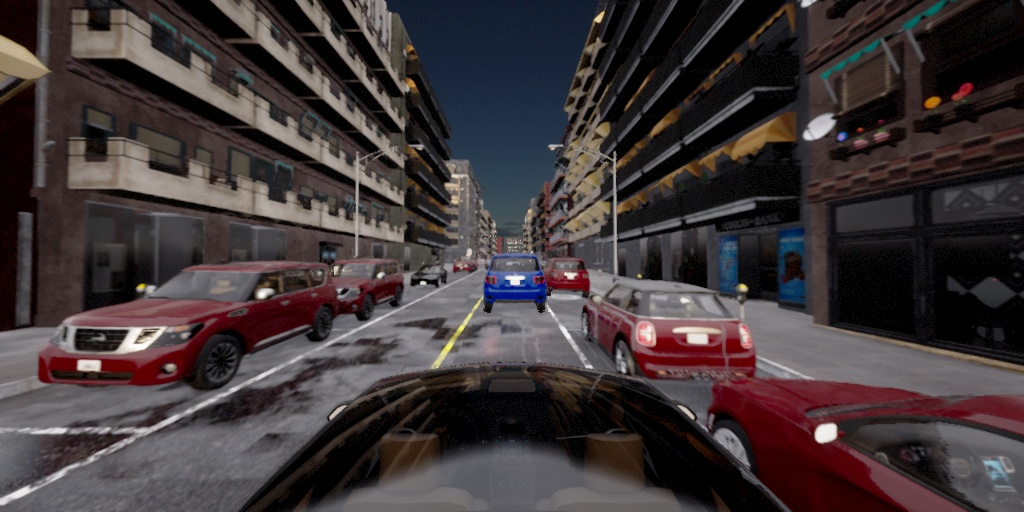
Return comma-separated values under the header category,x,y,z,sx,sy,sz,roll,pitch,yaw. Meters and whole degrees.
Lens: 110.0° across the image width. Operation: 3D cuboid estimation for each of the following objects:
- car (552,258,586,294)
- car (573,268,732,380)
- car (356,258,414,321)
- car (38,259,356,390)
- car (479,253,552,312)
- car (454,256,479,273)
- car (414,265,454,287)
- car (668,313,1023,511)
category,x,y,z,sx,sy,sz,roll,pitch,yaw
car,2.533,1.004,18.011,2.192,1.841,5.009,0,0,0
car,2.575,1.170,6.950,1.967,1.591,4.097,0,0,0
car,-5.315,1.023,12.541,2.192,1.841,5.009,0,0,0
car,-5.315,1.044,7.011,2.192,1.841,5.009,0,0,0
car,0.099,0.924,14.116,2.150,2.045,5.566,0,0,0
car,-5.315,0.945,40.191,2.192,1.841,5.009,0,0,0
car,-5.315,1.237,23.603,1.948,1.339,4.313,0,0,0
car,2.567,1.296,1.419,1.888,1.381,4.507,0,0,0
